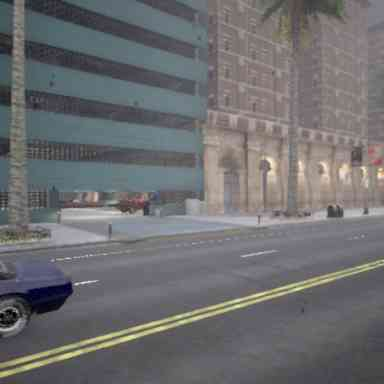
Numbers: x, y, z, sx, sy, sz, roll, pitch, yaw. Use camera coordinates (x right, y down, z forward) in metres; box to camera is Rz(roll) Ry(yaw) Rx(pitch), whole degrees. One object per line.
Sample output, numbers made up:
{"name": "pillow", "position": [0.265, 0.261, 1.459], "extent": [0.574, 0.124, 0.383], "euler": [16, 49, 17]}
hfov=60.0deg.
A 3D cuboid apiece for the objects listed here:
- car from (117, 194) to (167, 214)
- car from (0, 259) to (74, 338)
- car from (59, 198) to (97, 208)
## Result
{"name": "car", "position": [-5.142, 1.189, 35.445], "extent": [5.566, 2.045, 2.435], "euler": [0, 0, -37]}
{"name": "car", "position": [-4.484, 1.643, 5.159], "extent": [4.718, 1.301, 1.895], "euler": [0, 0, -34]}
{"name": "car", "position": [-16.887, 1.730, 49.757], "extent": [4.718, 1.301, 1.895], "euler": [0, 0, -37]}
